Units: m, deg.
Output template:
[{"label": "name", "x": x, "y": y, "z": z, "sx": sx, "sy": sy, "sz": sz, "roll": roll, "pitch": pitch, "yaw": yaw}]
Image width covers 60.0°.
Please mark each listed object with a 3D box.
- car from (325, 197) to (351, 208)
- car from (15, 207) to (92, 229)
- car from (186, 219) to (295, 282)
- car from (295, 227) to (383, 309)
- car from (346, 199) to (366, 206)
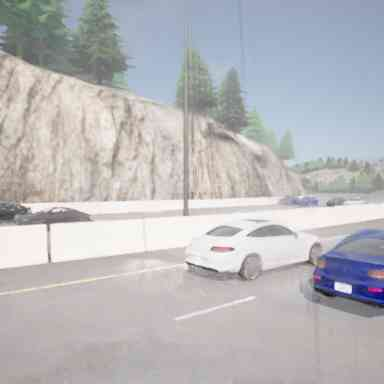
[{"label": "car", "x": 21.313, "y": 1.440, "z": 48.399, "sx": 2.033, "sy": 1.411, "sz": 5.357, "roll": 0, "pitch": 0, "yaw": 39}, {"label": "car", "x": -8.199, "y": 1.556, "z": 19.843, "sx": 4.181, "sy": 1.385, "sz": 1.994, "roll": 0, "pitch": 0, "yaw": -38}, {"label": "car", "x": 1.951, "y": 1.509, "z": 9.738, "sx": 4.674, "sy": 1.442, "sz": 1.812, "roll": 0, "pitch": 0, "yaw": -38}, {"label": "car", "x": 4.470, "y": 1.507, "z": 7.264, "sx": 4.674, "sy": 1.442, "sz": 1.812, "roll": 0, "pitch": 0, "yaw": -38}, {"label": "car", "x": 20.883, "y": 1.427, "z": 42.453, "sx": 1.812, "sy": 1.442, "sz": 4.674, "roll": 0, "pitch": 0, "yaw": 41}]
